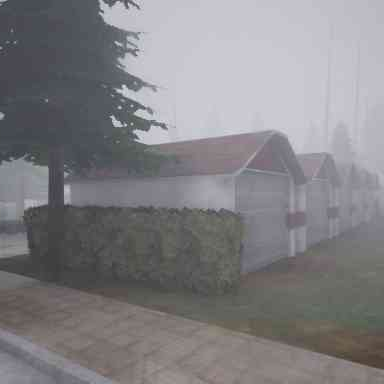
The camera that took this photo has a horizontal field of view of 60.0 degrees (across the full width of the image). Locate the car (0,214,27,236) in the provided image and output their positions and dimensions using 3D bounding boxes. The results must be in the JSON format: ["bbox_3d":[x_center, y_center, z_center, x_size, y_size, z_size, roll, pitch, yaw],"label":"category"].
[{"bbox_3d":[-10.728,2.094,21.991,1.895,1.301,4.718,-1,-1,36],"label":"car"}]
